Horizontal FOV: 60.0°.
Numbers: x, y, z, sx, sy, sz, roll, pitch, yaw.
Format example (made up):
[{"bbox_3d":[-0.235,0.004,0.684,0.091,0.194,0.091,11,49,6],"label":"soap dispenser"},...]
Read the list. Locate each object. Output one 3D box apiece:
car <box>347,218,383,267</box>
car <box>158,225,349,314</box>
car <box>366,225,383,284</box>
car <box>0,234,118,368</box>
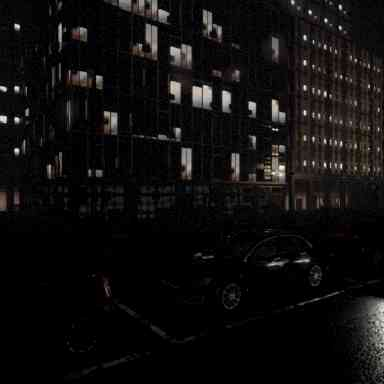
[{"bbox_3d":[5.838,1.546,10.724,4.507,1.381,1.887,0,0,-35],"label":"car"},{"bbox_3d":[1.333,1.551,7.511,4.403,1.369,2.008,0,0,-35],"label":"car"},{"bbox_3d":[6.719,1.549,8.169,5.357,1.411,2.033,0,0,-35],"label":"car"},{"bbox_3d":[-3.170,1.440,4.300,4.097,1.590,1.967,0,0,-35],"label":"car"}]
